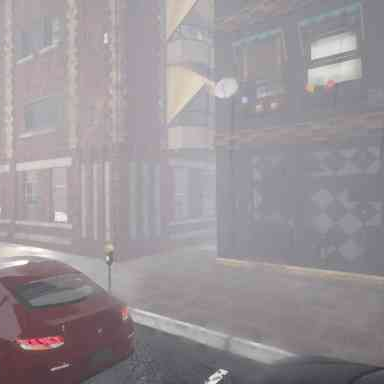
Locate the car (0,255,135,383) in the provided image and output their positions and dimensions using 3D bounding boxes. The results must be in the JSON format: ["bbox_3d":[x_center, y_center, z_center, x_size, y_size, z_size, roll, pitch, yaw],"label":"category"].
[{"bbox_3d":[-2.633,1.583,4.720,4.206,1.307,1.802,0,-1,35],"label":"car"}]

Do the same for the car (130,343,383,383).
[{"bbox_3d":[1.975,1.566,1.439,4.313,1.339,1.947,0,-1,35],"label":"car"}]
